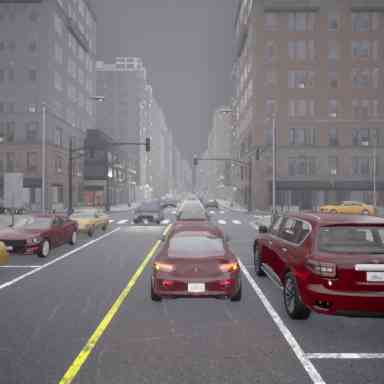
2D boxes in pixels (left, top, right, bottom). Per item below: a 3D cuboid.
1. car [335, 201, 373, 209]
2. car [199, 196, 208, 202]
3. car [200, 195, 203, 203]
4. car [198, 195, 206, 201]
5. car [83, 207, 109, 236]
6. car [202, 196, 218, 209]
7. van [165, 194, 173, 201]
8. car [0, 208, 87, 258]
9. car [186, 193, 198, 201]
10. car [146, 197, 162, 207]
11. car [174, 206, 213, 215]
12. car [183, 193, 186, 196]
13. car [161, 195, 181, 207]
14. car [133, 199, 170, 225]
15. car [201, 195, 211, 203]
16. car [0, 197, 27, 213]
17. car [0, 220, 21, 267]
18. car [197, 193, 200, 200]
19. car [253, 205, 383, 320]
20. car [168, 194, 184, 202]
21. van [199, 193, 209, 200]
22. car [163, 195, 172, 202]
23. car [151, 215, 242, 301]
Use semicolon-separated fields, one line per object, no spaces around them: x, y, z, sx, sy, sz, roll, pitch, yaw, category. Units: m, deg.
15.141;1.642;32.697;5.008;1.535;1.882;0;-1;1;car
2.716;1.608;79.548;1.802;1.307;4.206;1;0;0;car
2.704;1.597;56.855;1.802;1.307;4.206;1;0;0;car
2.721;1.599;90.895;1.947;1.339;4.313;1;0;0;car
-5.840;1.529;18.332;1.752;1.417;4.829;1;0;0;car
2.699;1.593;45.508;1.802;1.307;4.206;1;0;0;car
-5.805;1.371;85.232;1.690;1.788;3.998;1;0;0;van
-5.843;1.547;12.877;1.887;1.381;4.507;1;0;0;car
0.044;1.570;85.243;2.033;1.411;5.357;0;0;0;car
-5.824;1.557;51.195;1.887;1.381;4.507;1;0;0;car
0.072;1.605;17.375;1.895;1.301;4.718;0;0;0;car
-2.960;1.564;78.105;1.994;1.385;4.181;0;0;0;car
-3.071;1.559;47.247;2.033;1.411;5.357;0;0;0;car
-3.072;1.532;24.738;2.033;1.411;5.357;0;1;0;car
2.702;1.595;51.182;1.802;1.307;4.206;1;0;0;car
-17.245;1.198;29.697;4.553;1.767;2.097;1;-1;0;car
-5.845;1.527;7.083;1.752;1.417;4.829;1;0;0;car
2.713;1.335;68.202;2.192;1.841;5.009;1;0;0;car
2.683;1.317;7.240;2.192;1.841;5.009;1;0;0;car
-3.028;1.523;62.478;1.837;1.490;4.892;0;0;0;car
2.710;1.358;62.529;1.690;1.788;3.998;1;0;0;van
-5.808;1.466;79.559;1.967;1.590;4.097;1;0;0;car
0.090;1.528;8.197;1.812;1.442;4.674;0;0;0;car
